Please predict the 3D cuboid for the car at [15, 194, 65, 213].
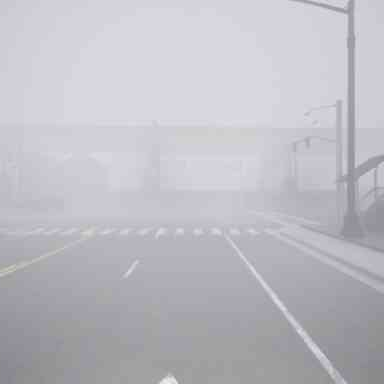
[{"bbox_3d":[-16.533,1.220,36.191,5.566,2.045,2.150,0,-1,20],"label":"car"}]
